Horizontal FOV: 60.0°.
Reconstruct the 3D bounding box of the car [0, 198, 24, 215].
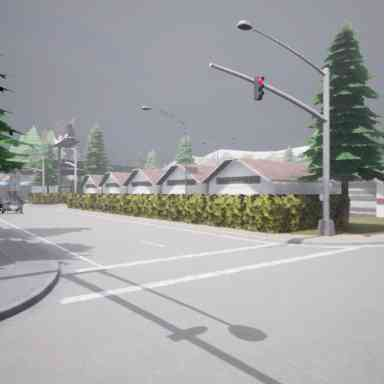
[{"bbox_3d":[-18.666,1.399,34.127,2.128,1.511,4.902,0,0,-37],"label":"car"}]
